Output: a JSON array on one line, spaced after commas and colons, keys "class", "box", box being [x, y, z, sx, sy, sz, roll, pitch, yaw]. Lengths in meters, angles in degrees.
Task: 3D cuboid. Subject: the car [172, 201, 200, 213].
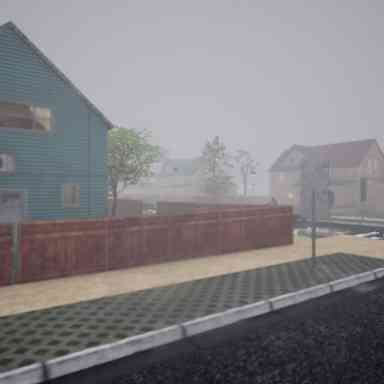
[{"class": "car", "box": [0.057, 1.489, 29.403, 1.895, 1.301, 4.718, 0, 0, -36]}]

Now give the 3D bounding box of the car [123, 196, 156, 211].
[{"class": "car", "box": [-5.696, 1.410, 37.439, 1.994, 1.385, 4.181, 0, 0, -35]}]

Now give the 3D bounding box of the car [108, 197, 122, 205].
[{"class": "car", "box": [-11.918, 1.406, 46.181, 1.895, 1.301, 4.718, 0, 0, -35]}]

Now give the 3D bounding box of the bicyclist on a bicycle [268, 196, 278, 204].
[{"class": "bicyclist on a bicycle", "box": [7.211, 1.181, 29.478, 1.656, 1.620, 0.582, -1, 1, -36]}]

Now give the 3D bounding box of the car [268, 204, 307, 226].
[{"class": "car", "box": [5.424, 1.495, 21.924, 1.994, 1.385, 4.181, 0, 0, -36]}]

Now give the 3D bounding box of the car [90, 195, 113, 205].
[{"class": "car", "box": [-15.176, 1.252, 55.512, 2.128, 1.511, 4.902, 0, 0, -36]}]
